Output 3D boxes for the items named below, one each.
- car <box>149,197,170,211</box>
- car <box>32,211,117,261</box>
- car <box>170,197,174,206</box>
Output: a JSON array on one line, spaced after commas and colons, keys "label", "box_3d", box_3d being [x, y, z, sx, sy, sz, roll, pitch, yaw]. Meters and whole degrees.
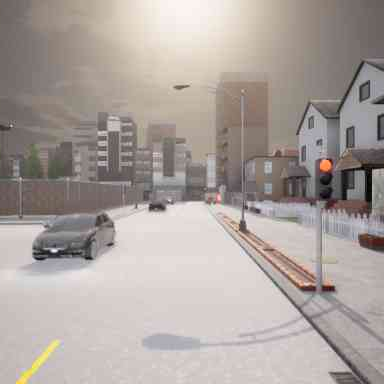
[{"label": "car", "box_3d": [-4.120, 1.601, 40.546, 1.895, 1.301, 4.718, 0, 0, 0]}, {"label": "car", "box_3d": [-4.105, 1.505, 12.332, 1.837, 1.490, 4.892, 0, 0, 0]}, {"label": "car", "box_3d": [-4.093, 1.564, 55.910, 1.994, 1.385, 4.181, 0, 0, 0]}]
